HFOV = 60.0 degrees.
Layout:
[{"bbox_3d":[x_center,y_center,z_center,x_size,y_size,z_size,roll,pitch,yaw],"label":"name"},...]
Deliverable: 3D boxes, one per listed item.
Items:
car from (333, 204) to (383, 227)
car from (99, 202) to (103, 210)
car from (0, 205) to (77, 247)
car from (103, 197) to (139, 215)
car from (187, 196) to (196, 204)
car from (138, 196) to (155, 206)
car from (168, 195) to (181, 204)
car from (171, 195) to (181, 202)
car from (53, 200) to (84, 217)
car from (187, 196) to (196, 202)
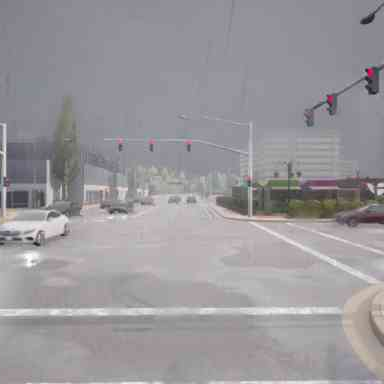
[{"bbox_3d":[11.773,1.526,21.960,4.674,1.442,1.812,0,0,1],"label":"car"},{"bbox_3d":[-10.664,1.547,43.946,2.033,1.411,5.357,0,0,0],"label":"car"},{"bbox_3d":[-7.122,1.526,15.262,1.812,1.442,4.674,0,0,0],"label":"car"},{"bbox_3d":[-7.150,1.547,34.201,2.033,1.411,5.357,0,0,0],"label":"car"},{"bbox_3d":[-0.095,1.491,64.611,2.128,1.511,4.902,0,0,0],"label":"car"},{"bbox_3d":[-7.171,1.504,54.020,1.837,1.490,4.892,0,0,0],"label":"car"},{"bbox_3d":[-3.595,1.547,64.605,2.033,1.411,5.357,0,0,0],"label":"car"},{"bbox_3d":[-3.610,1.425,74.879,1.994,1.385,4.181,0,0,0],"label":"car"},{"bbox_3d":[-10.945,1.505,28.626,1.837,1.490,4.892,0,0,4],"label":"car"},{"bbox_3d":[-0.110,1.468,74.916,1.895,1.301,4.718,0,0,0],"label":"car"}]
